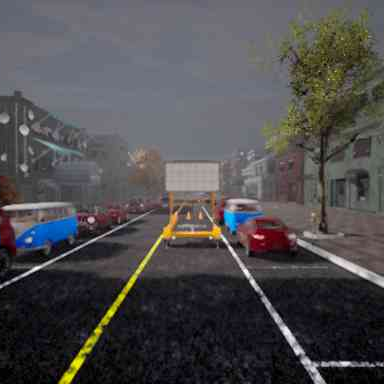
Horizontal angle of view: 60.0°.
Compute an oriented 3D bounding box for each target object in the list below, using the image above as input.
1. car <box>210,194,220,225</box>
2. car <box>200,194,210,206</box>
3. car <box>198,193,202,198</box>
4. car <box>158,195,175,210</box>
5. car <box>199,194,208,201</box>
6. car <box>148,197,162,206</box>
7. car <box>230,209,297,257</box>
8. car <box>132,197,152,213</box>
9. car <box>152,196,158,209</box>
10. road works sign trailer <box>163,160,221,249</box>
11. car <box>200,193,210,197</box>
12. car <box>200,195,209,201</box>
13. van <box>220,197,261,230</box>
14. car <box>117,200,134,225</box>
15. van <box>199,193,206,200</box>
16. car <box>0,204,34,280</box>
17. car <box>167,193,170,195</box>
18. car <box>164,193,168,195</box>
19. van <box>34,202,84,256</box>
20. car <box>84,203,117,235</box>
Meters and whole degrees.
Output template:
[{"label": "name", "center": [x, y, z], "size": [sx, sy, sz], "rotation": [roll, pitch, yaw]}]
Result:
[{"label": "car", "center": [2.691, 1.248, 23.642], "size": [2.192, 1.841, 5.009], "rotation": [-1, 0, 0]}, {"label": "car", "center": [2.700, 1.419, 51.384], "size": [1.947, 1.339, 4.313], "rotation": [-1, 0, 0]}, {"label": "car", "center": [2.701, 1.136, 62.481], "size": [2.192, 1.841, 5.009], "rotation": [-1, 0, 0]}, {"label": "car", "center": [-3.077, 1.409, 40.999], "size": [1.812, 1.442, 4.674], "rotation": [0, 0, 0]}, {"label": "car", "center": [2.708, 1.297, 79.296], "size": [1.752, 1.417, 4.829], "rotation": [-1, 0, 0]}, {"label": "car", "center": [-5.680, 1.435, 51.384], "size": [1.802, 1.307, 4.206], "rotation": [-1, 0, 0]}, {"label": "car", "center": [2.691, 1.547, 12.546], "size": [1.802, 1.307, 4.206], "rotation": [-1, 0, 0]}, {"label": "car", "center": [-5.686, 1.341, 34.739], "size": [1.967, 1.590, 4.097], "rotation": [-1, 0, 0]}, {"label": "car", "center": [-5.683, 1.430, 40.288], "size": [1.887, 1.381, 4.507], "rotation": [-1, 0, 0]}, {"label": "road works sign trailer", "center": [0.014, 0.424, 14.372], "size": [2.380, 3.560, 2.880], "rotation": [0, 0, 0]}, {"label": "car", "center": [2.702, 1.362, 57.101], "size": [1.752, 1.417, 4.829], "rotation": [-1, 0, 0]}, {"label": "car", "center": [2.706, 1.371, 73.577], "size": [1.802, 1.307, 4.206], "rotation": [-1, 0, 0]}, {"label": "van", "center": [2.690, 1.290, 18.094], "size": [1.690, 1.788, 3.998], "rotation": [-1, 0, 0]}, {"label": "car", "center": [-5.687, 1.478, 23.643], "size": [1.887, 1.381, 4.507], "rotation": [-1, 0, 0]}, {"label": "van", "center": [2.707, 1.097, 84.673], "size": [1.690, 1.788, 3.998], "rotation": [-1, 0, 0]}, {"label": "car", "center": [-5.694, 1.295, 6.997], "size": [2.192, 1.841, 5.009], "rotation": [-1, 0, 0]}, {"label": "car", "center": [-5.677, 1.403, 62.481], "size": [1.802, 1.307, 4.206], "rotation": [-1, 0, 0]}, {"label": "car", "center": [-5.679, 1.388, 56.932], "size": [2.008, 1.369, 4.403], "rotation": [-1, 0, 0]}, {"label": "van", "center": [-5.693, 1.306, 12.545], "size": [1.690, 1.788, 3.998], "rotation": [-1, 0, 0]}, {"label": "car", "center": [-5.690, 1.389, 18.094], "size": [1.967, 1.590, 4.097], "rotation": [-1, 0, 0]}]
